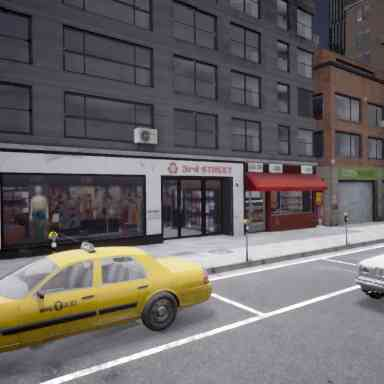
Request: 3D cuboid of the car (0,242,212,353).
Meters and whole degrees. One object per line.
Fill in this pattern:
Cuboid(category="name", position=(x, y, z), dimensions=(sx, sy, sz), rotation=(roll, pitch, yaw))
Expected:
Cuboid(category="car", position=(-1.919, 1.525, 5.289), dimensions=(4.829, 1.417, 1.752), rotation=(0, -1, -35))

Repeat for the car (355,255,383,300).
Cuboid(category="car", position=(5.577, 1.600, 7.216), dimensions=(4.718, 1.301, 1.895), rotation=(0, 0, -35))
